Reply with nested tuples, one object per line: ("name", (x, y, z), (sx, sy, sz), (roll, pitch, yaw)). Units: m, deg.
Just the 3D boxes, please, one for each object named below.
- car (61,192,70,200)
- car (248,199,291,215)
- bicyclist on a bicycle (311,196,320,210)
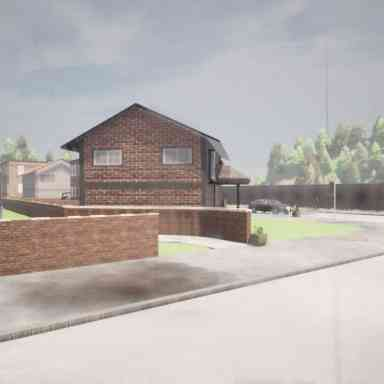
("car", (-14.086, 0.973, 38.786), (1.905, 1.878, 3.866), (0, 0, -35))
("car", (7.995, 1.491, 34.399), (2.128, 1.511, 4.902), (0, 0, -35))
("bicyclist on a bicycle", (14.680, 1.349, 39.488), (1.656, 1.620, 0.582), (0, 0, -35))
